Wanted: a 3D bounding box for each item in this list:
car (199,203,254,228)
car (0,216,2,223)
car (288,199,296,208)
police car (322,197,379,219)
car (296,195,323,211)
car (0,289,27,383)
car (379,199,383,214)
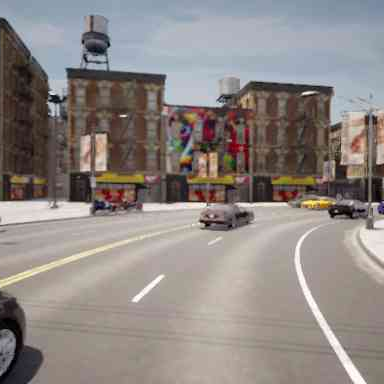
[{"bbox_3d":[2.306,1.424,21.166,2.033,1.411,5.357,1,0,28],"label":"car"},{"bbox_3d":[-11.384,1.402,15.160,1.895,1.301,4.718,1,0,20],"label":"car"},{"bbox_3d":[14.321,1.185,42.007,4.553,1.767,2.097,0,0,-25],"label":"car"},{"bbox_3d":[13.450,1.344,28.100,5.238,1.638,1.930,0,0,-40],"label":"police car"},{"bbox_3d":[14.831,1.339,38.427,5.008,1.535,1.882,0,0,-27],"label":"car"},{"bbox_3d":[-3.196,1.464,2.384,1.837,1.490,4.892,0,1,5],"label":"car"},{"bbox_3d":[20.336,1.297,32.364,4.553,1.767,2.097,0,0,-24],"label":"car"}]
